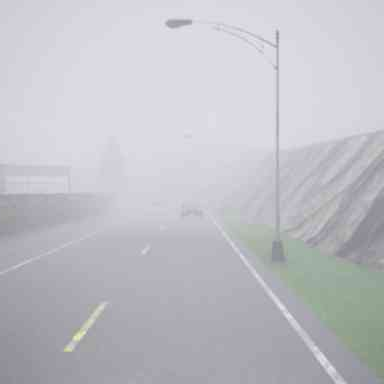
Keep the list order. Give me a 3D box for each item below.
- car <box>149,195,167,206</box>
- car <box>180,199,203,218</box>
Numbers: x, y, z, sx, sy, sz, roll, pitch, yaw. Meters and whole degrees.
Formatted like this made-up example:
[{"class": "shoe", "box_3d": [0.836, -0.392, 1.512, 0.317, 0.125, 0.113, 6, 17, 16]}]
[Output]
[{"class": "car", "box_3d": [-5.321, 1.296, 51.910, 2.097, 1.767, 4.553, 0, 0, -16]}, {"class": "car", "box_3d": [-0.008, 1.566, 29.095, 1.895, 1.301, 4.718, 0, 0, 0]}]
